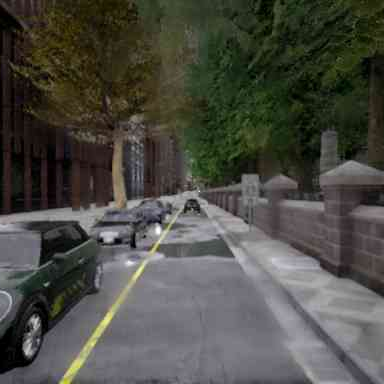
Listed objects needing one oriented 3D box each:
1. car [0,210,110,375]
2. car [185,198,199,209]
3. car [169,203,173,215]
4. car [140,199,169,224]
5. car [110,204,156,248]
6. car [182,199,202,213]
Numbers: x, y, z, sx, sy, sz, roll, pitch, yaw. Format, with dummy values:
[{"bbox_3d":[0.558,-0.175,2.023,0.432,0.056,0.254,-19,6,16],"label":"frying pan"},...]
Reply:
[{"bbox_3d":[-3.090,1.357,5.747,2.097,1.767,4.553,0,0,0],"label":"car"},{"bbox_3d":[0.040,1.620,47.742,1.994,1.385,4.181,0,0,0],"label":"car"},{"bbox_3d":[-3.044,1.593,34.517,1.994,1.385,4.181,0,0,1],"label":"car"},{"bbox_3d":[-3.076,1.367,24.525,2.097,1.767,4.553,0,0,0],"label":"car"},{"bbox_3d":[-3.083,1.500,14.836,2.128,1.511,4.902,0,0,0],"label":"car"},{"bbox_3d":[0.021,1.534,36.612,1.837,1.490,4.892,0,0,0],"label":"car"}]
